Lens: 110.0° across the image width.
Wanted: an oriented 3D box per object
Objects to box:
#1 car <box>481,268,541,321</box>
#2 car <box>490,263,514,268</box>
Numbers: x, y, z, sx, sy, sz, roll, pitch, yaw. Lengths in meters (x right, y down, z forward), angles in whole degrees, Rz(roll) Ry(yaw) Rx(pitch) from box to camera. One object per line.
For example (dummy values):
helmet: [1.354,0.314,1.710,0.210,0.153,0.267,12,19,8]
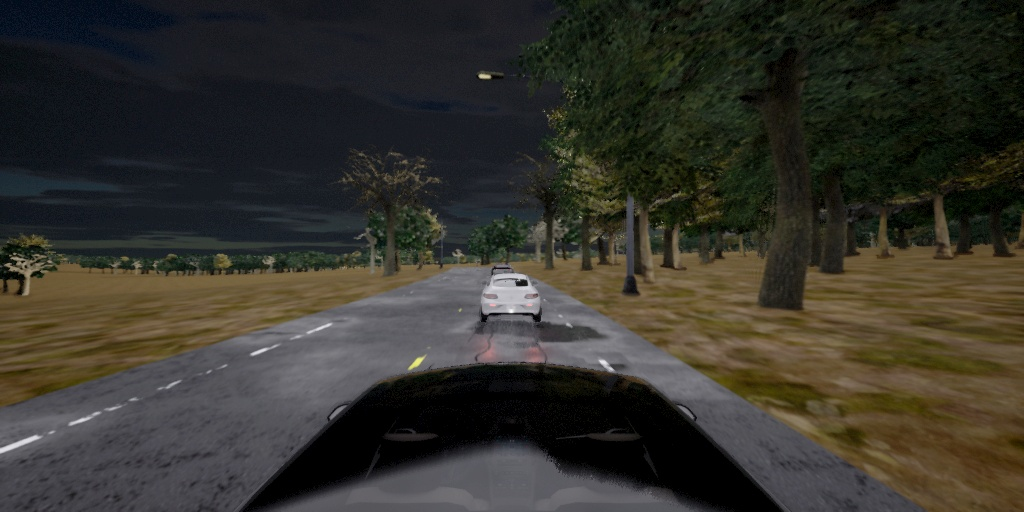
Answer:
car: [-0.080,1.295,12.354,1.812,1.442,4.674,0,0,-1]
car: [-0.867,1.333,30.907,2.128,1.511,4.902,0,0,-3]
